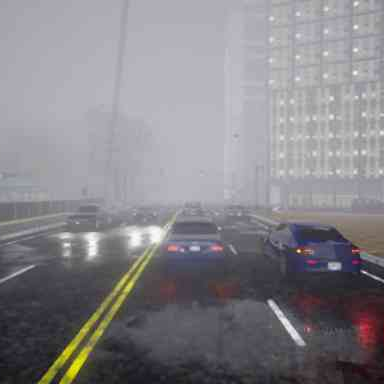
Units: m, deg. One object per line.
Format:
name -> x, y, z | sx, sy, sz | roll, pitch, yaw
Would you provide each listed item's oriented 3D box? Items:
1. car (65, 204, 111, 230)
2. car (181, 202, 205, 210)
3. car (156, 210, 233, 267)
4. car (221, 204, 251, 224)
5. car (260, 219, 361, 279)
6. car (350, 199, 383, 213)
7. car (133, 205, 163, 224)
car -> -6.601, 1.571, 21.645 | 1.837, 1.490, 4.892 | 0, -1, 0
car -> 0.083, 1.581, 28.727 | 2.128, 1.511, 4.902 | 0, 0, 0
car -> 0.085, 1.580, 11.487 | 2.033, 1.411, 5.357 | 0, 0, 0
car -> 3.328, 1.626, 25.670 | 2.033, 1.411, 5.357 | 0, 0, 0
car -> 3.327, 1.554, 10.043 | 1.812, 1.442, 4.674 | 0, 0, 0
car -> 23.004, 1.788, 42.562 | 5.009, 1.841, 2.192 | 0, 2, 20
car -> -3.347, 1.680, 25.897 | 1.895, 1.301, 4.718 | 0, 0, 0
